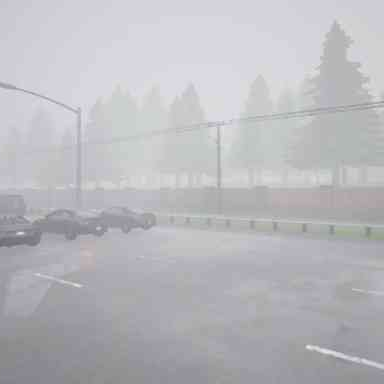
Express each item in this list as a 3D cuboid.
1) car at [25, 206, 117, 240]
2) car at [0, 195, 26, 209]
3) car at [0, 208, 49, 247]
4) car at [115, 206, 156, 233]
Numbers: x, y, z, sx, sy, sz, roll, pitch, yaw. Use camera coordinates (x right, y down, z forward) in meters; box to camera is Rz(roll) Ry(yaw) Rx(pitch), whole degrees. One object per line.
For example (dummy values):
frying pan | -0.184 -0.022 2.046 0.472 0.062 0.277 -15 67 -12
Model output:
car | -6.246 1.530 16.923 4.674 1.442 1.812 0 0 36
car | -16.450 1.255 28.500 5.566 2.045 2.150 0 0 36
car | -8.279 1.570 14.073 4.181 1.385 1.994 0 0 36
car | -4.214 1.530 19.772 4.674 1.442 1.812 0 0 36
